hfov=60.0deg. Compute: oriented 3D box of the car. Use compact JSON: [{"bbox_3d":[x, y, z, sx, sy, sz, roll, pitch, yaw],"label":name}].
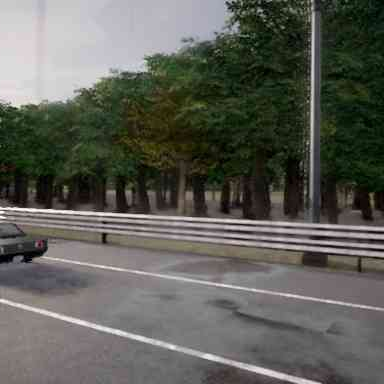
[{"bbox_3d":[-6.872,1.602,10.615,4.718,1.301,1.895,0,-1,30],"label":"car"}]
